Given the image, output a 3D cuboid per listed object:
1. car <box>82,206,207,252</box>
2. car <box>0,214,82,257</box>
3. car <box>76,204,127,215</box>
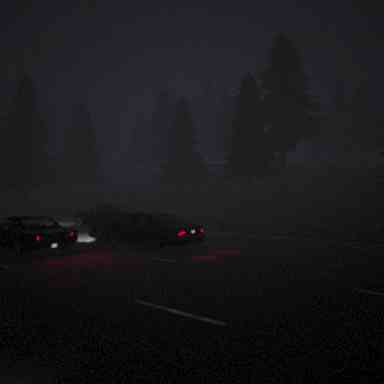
[{"bbox_3d":[-1.994,1.537,13.967,5.357,1.411,2.033,0,0,36],"label":"car"},{"bbox_3d":[-6.643,1.587,13.007,4.718,1.301,1.895,0,0,36],"label":"car"},{"bbox_3d":[-5.195,1.460,20.584,5.008,1.535,1.882,0,0,36],"label":"car"}]
